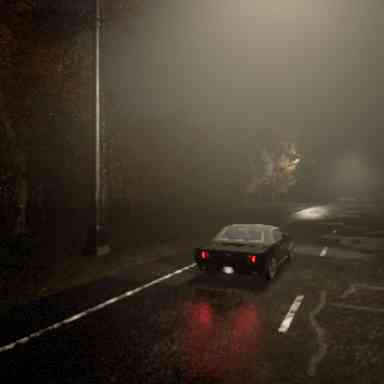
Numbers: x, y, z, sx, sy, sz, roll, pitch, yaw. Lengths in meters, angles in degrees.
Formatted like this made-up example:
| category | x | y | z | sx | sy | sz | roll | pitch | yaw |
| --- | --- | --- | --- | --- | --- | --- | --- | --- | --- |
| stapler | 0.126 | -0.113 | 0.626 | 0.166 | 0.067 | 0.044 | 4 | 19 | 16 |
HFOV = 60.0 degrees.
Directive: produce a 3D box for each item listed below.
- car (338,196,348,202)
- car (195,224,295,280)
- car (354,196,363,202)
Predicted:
| category | x | y | z | sx | sy | sz | roll | pitch | yaw |
| --- | --- | --- | --- | --- | --- | --- | --- | --- | --- |
| car | 37.134 | 1.862 | 81.851 | 1.895 | 1.301 | 4.718 | 0 | 0 | 26 |
| car | 1.892 | 1.648 | 10.234 | 1.895 | 1.301 | 4.718 | 0 | 0 | 26 |
| car | 40.246 | 1.776 | 80.250 | 1.812 | 1.442 | 4.674 | 0 | 0 | 26 |
